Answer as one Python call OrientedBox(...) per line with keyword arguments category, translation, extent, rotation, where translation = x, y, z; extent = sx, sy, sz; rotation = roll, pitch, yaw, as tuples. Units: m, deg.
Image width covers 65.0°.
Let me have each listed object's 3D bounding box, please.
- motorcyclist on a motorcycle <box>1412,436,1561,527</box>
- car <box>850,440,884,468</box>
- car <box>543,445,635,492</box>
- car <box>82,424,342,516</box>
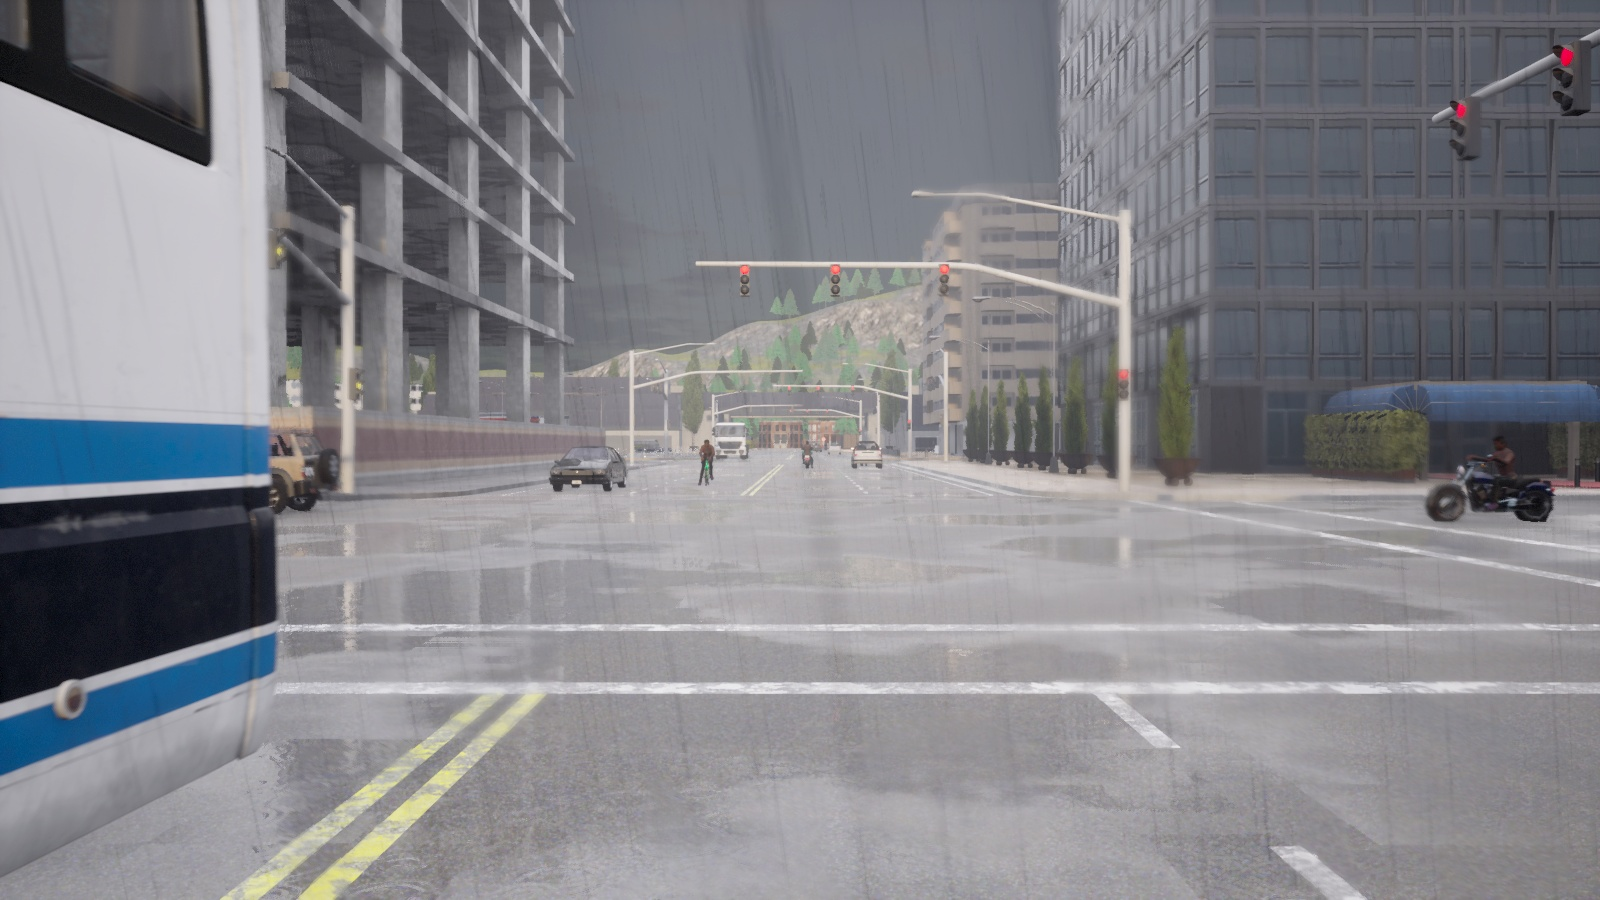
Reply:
OrientedBox(category="motorcyclist on a motorcycle", translation=(12.696, 0.576, 23.276), extent=(2.350, 1.649, 0.766), rotation=(0, 1, -1))
OrientedBox(category="car", translation=(3.927, 0.229, 74.133), extent=(1.851, 1.617, 3.988), rotation=(0, 0, 1))
OrientedBox(category="car", translation=(-6.757, 0.558, 40.770), extent=(2.033, 1.411, 5.357), rotation=(0, 0, 0))
OrientedBox(category="car", translation=(-12.338, 0.403, 26.566), extent=(4.605, 1.855, 1.932), rotation=(0, 0, 0))
